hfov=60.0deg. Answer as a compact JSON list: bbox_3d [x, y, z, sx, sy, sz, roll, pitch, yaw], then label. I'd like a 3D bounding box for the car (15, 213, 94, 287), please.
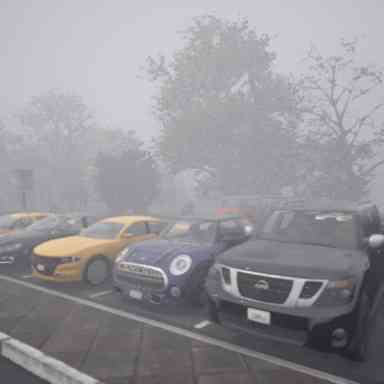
[{"bbox_3d":[-2.042,1.473,9.733,2.097,1.535,5.008,0,0,36],"label":"car"}]

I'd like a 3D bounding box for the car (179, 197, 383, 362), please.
[{"bbox_3d":[2.453,1.227,6.480,2.435,2.045,5.566,0,0,36],"label":"car"}]

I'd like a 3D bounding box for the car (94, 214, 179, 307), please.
[{"bbox_3d":[0.232,1.348,8.139,2.185,1.767,4.553,0,0,36],"label":"car"}]

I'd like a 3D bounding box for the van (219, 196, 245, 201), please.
[{"bbox_3d":[3.451,1.255,22.019,1.878,1.987,4.442,0,0,36],"label":"van"}]

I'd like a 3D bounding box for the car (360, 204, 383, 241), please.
[{"bbox_3d":[10.238,1.480,17.020,2.231,1.521,4.892,0,0,36],"label":"car"}]

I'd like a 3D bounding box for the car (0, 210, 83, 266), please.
[{"bbox_3d":[-4.299,1.482,11.343,2.231,1.521,4.892,0,0,36],"label":"car"}]

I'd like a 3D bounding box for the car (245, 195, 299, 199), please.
[{"bbox_3d":[5.752,1.220,20.265,2.435,2.045,5.566,0,0,36],"label":"car"}]

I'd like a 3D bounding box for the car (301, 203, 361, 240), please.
[{"bbox_3d":[7.882,1.470,18.483,1.946,1.575,5.366,0,0,36],"label":"car"}]
